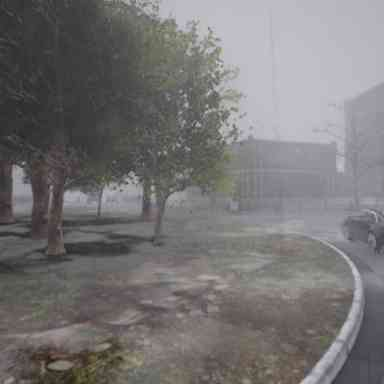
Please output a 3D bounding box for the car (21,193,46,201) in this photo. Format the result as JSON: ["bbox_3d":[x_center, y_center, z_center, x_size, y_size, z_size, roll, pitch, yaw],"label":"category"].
[{"bbox_3d":[-33.444,1.022,70.239,4.553,1.767,2.185,0,1,-15],"label":"car"}]

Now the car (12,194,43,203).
[{"bbox_3d":[-32.056,1.218,64.905,5.008,1.535,2.097,0,1,-15],"label":"car"}]

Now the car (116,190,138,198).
[{"bbox_3d":[-17.057,0.579,87.031,5.566,2.045,2.435,0,1,-15],"label":"car"}]

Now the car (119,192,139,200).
[{"bbox_3d":[-14.910,0.836,78.978,4.553,1.767,2.185,0,1,-15],"label":"car"}]

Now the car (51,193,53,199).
[{"bbox_3d":[-35.638,0.776,78.216,5.566,2.045,2.435,0,1,-15],"label":"car"}]

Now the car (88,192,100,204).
[{"bbox_3d":[-17.028,0.972,57.861,2.150,2.045,5.566,0,-1,-17],"label":"car"}]

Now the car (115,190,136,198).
[{"bbox_3d":[-18.576,0.492,92.508,5.566,2.045,2.435,0,1,-15],"label":"car"}]

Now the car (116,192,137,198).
[{"bbox_3d":[-17.621,0.782,89.761,5.366,1.575,1.946,0,1,-15],"label":"car"}]

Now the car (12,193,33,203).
[{"bbox_3d":[-31.309,1.123,62.244,4.553,1.767,2.185,0,1,-15],"label":"car"}]

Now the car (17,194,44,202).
[{"bbox_3d":[-32.760,1.223,67.570,4.674,1.452,2.002,0,1,-15],"label":"car"}]

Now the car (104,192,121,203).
[{"bbox_3d":[-14.371,1.281,59.354,2.033,1.411,5.357,0,1,-17],"label":"car"}]

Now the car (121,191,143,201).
[{"bbox_3d":[-11.422,1.160,65.650,4.792,1.488,2.163,0,1,-15],"label":"car"}]

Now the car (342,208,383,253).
[{"bbox_3d":[7.495,1.391,13.146,2.128,1.511,4.902,0,0,7],"label":"car"}]
